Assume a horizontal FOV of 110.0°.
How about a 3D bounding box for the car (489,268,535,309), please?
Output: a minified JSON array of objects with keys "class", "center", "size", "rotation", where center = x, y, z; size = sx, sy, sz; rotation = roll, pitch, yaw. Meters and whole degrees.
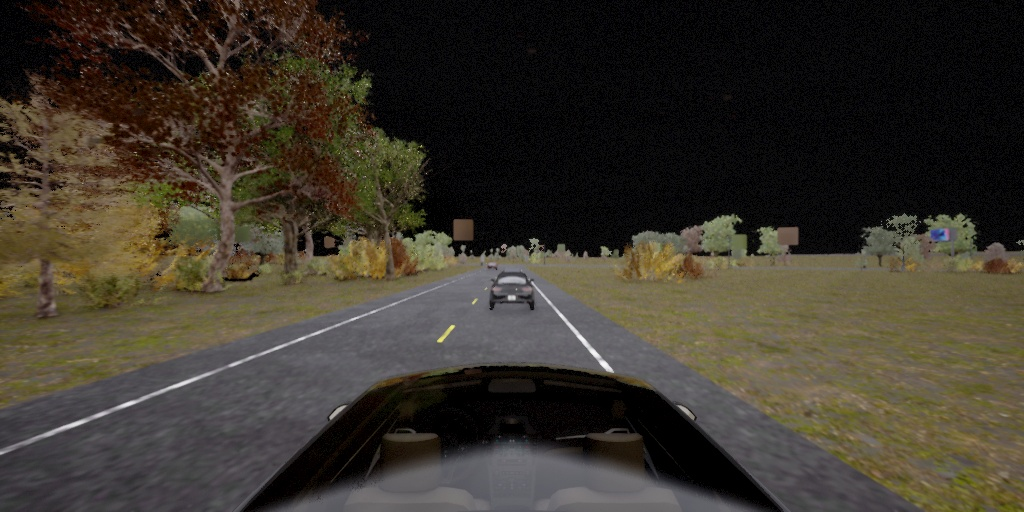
[{"class":"car","center":[0.013,1.417,15.736],"size":[1.812,1.442,4.674],"rotation":[0,0,1]}]
